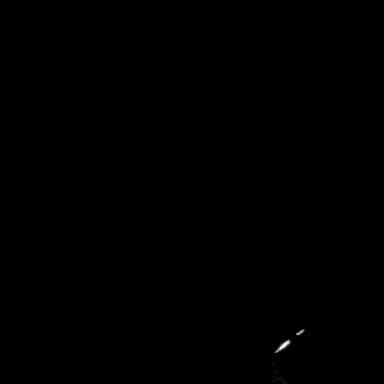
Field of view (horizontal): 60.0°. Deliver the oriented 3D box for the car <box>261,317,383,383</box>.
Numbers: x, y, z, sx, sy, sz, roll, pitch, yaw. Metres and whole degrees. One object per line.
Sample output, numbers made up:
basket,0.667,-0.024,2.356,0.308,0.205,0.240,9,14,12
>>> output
car,2.881,1.548,2.625,4.553,1.767,2.097,2,-2,-3
